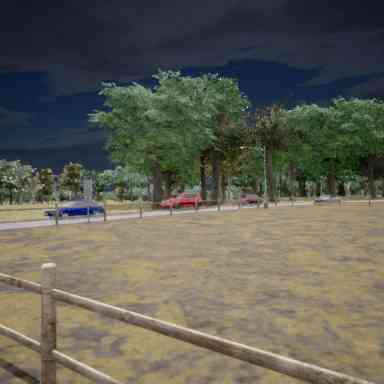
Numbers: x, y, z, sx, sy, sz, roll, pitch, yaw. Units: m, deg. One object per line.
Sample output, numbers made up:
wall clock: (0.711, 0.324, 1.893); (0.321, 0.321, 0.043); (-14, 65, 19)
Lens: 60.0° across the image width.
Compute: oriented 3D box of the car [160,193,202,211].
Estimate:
car: (-1.206, 1.126, 38.751); (2.150, 2.045, 5.566); (-2, -1, 43)

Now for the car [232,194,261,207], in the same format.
car: (7.724, 1.155, 47.503); (4.553, 1.767, 2.097); (-1, -1, -40)

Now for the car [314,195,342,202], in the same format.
car: (22.267, 1.146, 54.342); (4.718, 1.301, 1.895); (-1, -2, -30)

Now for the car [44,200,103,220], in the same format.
car: (-9.844, 1.467, 27.887); (1.882, 1.535, 5.008); (-2, -1, 36)
